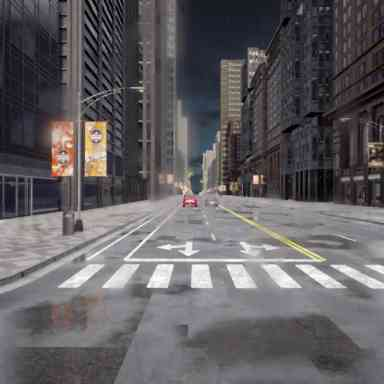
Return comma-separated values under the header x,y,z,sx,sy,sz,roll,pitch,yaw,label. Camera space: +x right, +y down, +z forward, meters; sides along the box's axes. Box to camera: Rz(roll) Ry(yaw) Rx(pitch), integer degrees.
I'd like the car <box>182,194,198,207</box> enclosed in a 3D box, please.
x,y,z,sx,sy,sz,roll,pitch,yaw,label
-0.286,1.264,51.188,2.150,2.045,5.566,0,0,0,car

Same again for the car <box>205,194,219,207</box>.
x,y,z,sx,sy,sz,roll,pitch,yaw,label
2.964,1.537,51.193,2.128,1.511,4.902,0,0,0,car
